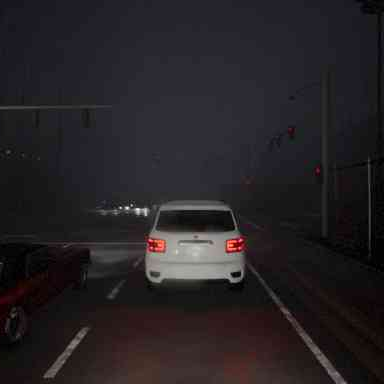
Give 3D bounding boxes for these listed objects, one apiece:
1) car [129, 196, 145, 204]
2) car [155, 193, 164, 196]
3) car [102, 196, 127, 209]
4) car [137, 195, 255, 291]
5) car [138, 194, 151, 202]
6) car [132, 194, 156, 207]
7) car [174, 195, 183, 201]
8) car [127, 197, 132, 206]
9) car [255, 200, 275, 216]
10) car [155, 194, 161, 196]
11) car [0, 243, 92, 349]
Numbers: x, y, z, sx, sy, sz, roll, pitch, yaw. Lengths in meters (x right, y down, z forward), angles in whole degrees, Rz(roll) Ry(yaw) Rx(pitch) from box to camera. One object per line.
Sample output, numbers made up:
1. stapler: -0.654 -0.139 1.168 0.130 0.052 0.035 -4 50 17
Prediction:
1. car: -10.449 1.491 63.171 2.128 1.511 4.902 0 0 1
2. car: -6.889 1.221 68.988 2.150 2.045 5.566 0 0 0
3. car: -10.522 1.352 44.627 2.097 1.767 4.553 0 0 0
4. car: 0.087 1.221 9.132 2.150 2.045 5.566 0 0 0
5. car: -10.382 1.354 73.220 2.097 1.767 4.553 0 0 0
6. car: -7.008 1.491 49.016 2.128 1.511 4.902 0 0 0
7. car: -3.361 1.540 85.811 2.033 1.411 5.357 0 0 0
8. car: -10.504 1.491 53.780 2.128 1.511 4.902 0 0 0
9. car: 5.967 1.573 33.488 4.674 1.442 1.812 0 0 14
10. car: -6.981 1.525 58.275 1.812 1.442 4.674 0 0 0
11. car: -3.433 1.601 6.207 1.895 1.301 4.718 0 0 1
